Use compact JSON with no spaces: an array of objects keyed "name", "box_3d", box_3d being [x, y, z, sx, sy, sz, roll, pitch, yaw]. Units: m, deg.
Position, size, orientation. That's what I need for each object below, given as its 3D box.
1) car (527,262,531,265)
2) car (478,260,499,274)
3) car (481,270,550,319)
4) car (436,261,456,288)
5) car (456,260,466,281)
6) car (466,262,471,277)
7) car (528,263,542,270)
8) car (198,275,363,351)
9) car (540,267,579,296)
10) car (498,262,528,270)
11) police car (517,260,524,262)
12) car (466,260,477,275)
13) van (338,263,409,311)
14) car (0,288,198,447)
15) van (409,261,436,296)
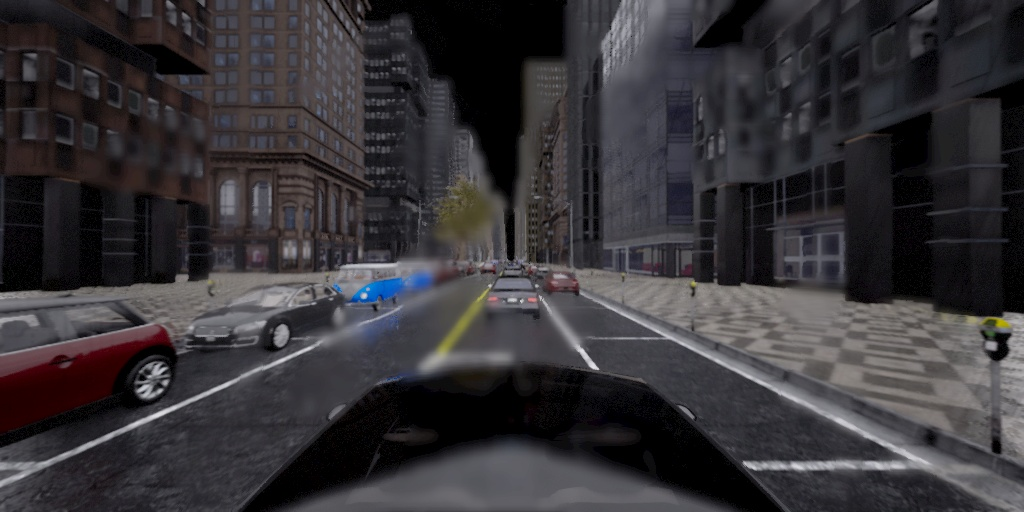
[{"name":"car","box_3d":[2.756,1.718,43.120,1.802,1.307,4.207,0,0,0]},{"name":"car","box_3d":[-3.096,1.655,47.500,1.882,1.535,5.008,0,-1,0]},{"name":"car","box_3d":[0.063,1.405,13.270,2.033,1.411,5.357,0,0,0]},{"name":"car","box_3d":[-5.767,1.291,26.080,2.192,1.841,5.009,0,0,0]},{"name":"car","box_3d":[-5.767,1.344,31.758,2.192,1.841,5.009,0,0,0]},{"name":"car","box_3d":[-5.768,1.648,37.435,1.948,1.339,4.313,0,0,0]},{"name":"car","box_3d":[2.758,1.580,31.766,2.007,1.370,4.403,0,0,0]},{"name":"car","box_3d":[-5.764,1.369,9.048,2.007,1.370,4.403,0,0,0]},{"name":"car","box_3d":[2.759,1.505,20.411,1.802,1.307,4.207,0,0,0]},{"name":"car","box_3d":[0.080,1.534,33.101,2.128,1.511,4.902,0,-1,0]},{"name":"police car","box_3d":[2.357,1.736,61.326,1.930,1.638,5.238,0,-1,0]},{"name":"car","box_3d":[-5.769,1.451,43.112,2.192,1.841,5.009,0,0,0]},{"name":"van","box_3d":[-5.765,1.212,14.726,1.690,1.789,3.998,0,0,0]},{"name":"car","box_3d":[-5.763,1.205,3.371,1.967,1.591,4.097,0,0,0]},{"name":"van","box_3d":[-5.766,1.264,20.403,1.690,1.789,3.998,0,0,0]}]
